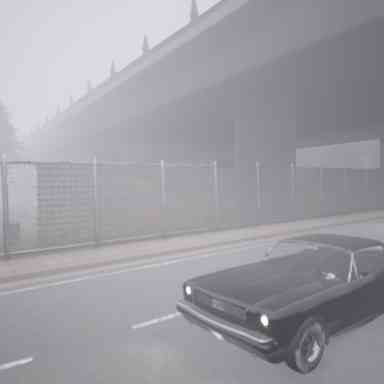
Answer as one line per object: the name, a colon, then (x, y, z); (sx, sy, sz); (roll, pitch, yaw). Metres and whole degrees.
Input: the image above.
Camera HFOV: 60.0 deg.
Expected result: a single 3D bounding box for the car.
car: (2.095, 1.461, 5.583); (4.718, 1.301, 1.895); (-2, 1, -37)
